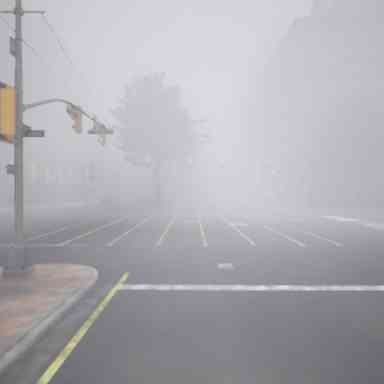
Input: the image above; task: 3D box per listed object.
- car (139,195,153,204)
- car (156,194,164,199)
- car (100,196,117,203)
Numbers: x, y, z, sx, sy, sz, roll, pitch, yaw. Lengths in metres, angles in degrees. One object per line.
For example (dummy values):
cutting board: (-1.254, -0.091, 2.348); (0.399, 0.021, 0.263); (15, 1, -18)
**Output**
car: (-7.963, 1.276, 57.963); (1.812, 1.442, 4.674); (0, 1, 0)
car: (-7.950, 1.101, 83.170); (2.128, 1.511, 4.902); (0, 0, 0)
car: (-14.714, 1.295, 58.782); (1.895, 1.301, 4.718); (0, 0, 0)
